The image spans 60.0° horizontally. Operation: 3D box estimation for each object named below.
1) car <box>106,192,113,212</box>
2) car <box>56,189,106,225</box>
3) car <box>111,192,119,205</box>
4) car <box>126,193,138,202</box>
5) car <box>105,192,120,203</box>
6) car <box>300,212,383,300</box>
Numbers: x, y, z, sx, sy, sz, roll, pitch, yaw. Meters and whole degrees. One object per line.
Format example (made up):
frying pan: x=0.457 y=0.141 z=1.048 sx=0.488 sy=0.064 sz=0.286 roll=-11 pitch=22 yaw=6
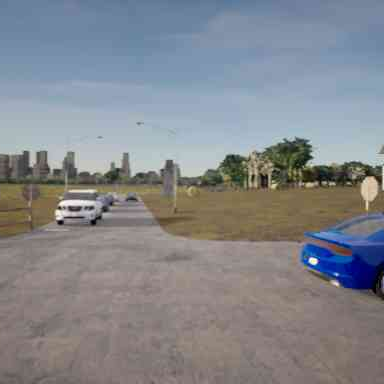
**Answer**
car: x=-8.621 y=1.030 z=30.609 sx=1.812 sy=1.442 sz=4.674 roll=1 pitch=1 yaw=-10
car: x=-6.916 y=0.864 z=20.955 sx=2.150 sy=2.045 sz=5.566 roll=1 pitch=1 yaw=-10
car: x=-10.320 y=0.925 z=40.291 sx=2.033 sy=1.411 sz=5.357 roll=1 pitch=1 yaw=-10
car: x=-9.685 y=0.810 z=53.521 sx=2.033 sy=1.411 sz=5.357 roll=1 pitch=1 yaw=-10
car: x=-12.044 y=0.783 z=50.447 sx=1.812 sy=1.442 sz=4.674 roll=1 pitch=1 yaw=-10
car: x=4.831 y=1.155 z=7.052 sx=5.008 sy=1.535 sz=1.882 roll=-2 pitch=1 yaw=-10
